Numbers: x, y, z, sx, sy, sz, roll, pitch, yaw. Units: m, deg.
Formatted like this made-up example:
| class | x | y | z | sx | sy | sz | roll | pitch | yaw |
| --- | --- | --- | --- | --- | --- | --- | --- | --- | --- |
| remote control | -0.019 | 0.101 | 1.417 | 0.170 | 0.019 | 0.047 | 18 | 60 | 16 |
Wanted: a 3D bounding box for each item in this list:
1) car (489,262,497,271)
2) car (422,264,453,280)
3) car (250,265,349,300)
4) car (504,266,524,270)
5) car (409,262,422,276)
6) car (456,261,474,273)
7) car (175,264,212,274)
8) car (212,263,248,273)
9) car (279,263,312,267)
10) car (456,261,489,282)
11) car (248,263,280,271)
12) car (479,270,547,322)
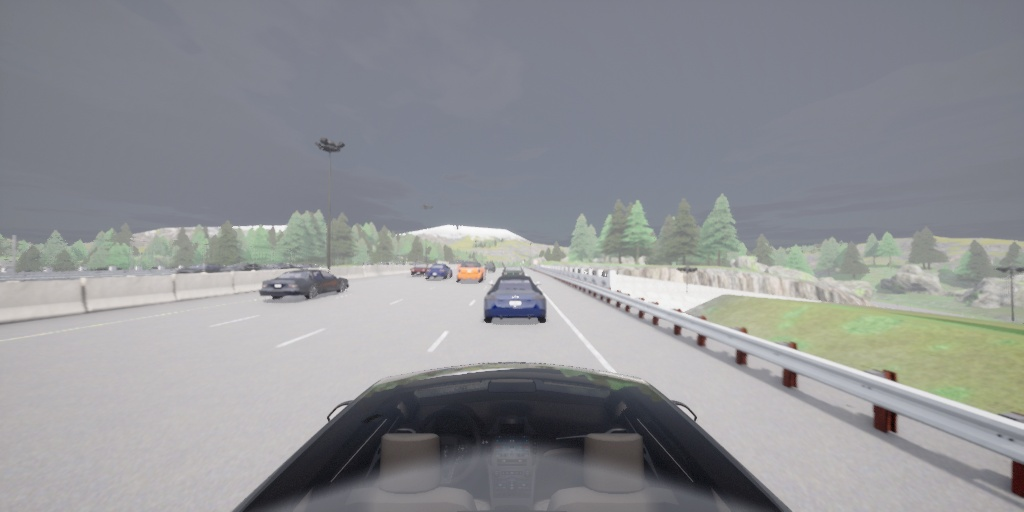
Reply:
| class | x | y | z | sx | sy | sz | roll | pitch | yaw |
| --- | --- | --- | --- | --- | --- | --- | --- | --- | --- |
| car | -3.401 | 1.725 | 54.546 | 2.128 | 1.511 | 4.902 | 0 | -1 | 0 |
| car | -6.902 | 1.466 | 34.375 | 1.812 | 1.442 | 4.674 | 0 | -1 | 0 |
| car | -10.402 | 1.390 | 18.439 | 2.033 | 1.411 | 5.357 | 0 | 0 | 0 |
| car | 0.098 | 1.515 | 30.838 | 1.895 | 1.301 | 4.718 | 0 | 0 | 0 |
| car | -10.400 | 1.623 | 42.096 | 1.895 | 1.301 | 4.718 | 0 | -1 | 0 |
| car | -6.901 | 1.556 | 52.915 | 2.097 | 1.767 | 4.553 | 0 | -1 | 0 |
| car | -31.588 | 1.511 | 36.964 | 2.033 | 1.411 | 5.357 | 0 | -1 | 0 |
| car | -28.087 | 1.472 | 37.413 | 1.837 | 1.490 | 4.892 | 0 | -1 | 0 |
| car | -21.091 | 1.522 | 36.473 | 1.994 | 1.385 | 4.181 | 0 | -1 | 0 |
| car | -3.402 | 1.266 | 30.834 | 2.097 | 1.767 | 4.553 | 0 | 0 | 0 |
| car | -24.588 | 1.462 | 37.696 | 2.128 | 1.511 | 4.902 | 0 | -1 | 0 |
| car | 0.099 | 1.375 | 12.614 | 1.994 | 1.385 | 4.181 | 0 | 0 | 0 |
